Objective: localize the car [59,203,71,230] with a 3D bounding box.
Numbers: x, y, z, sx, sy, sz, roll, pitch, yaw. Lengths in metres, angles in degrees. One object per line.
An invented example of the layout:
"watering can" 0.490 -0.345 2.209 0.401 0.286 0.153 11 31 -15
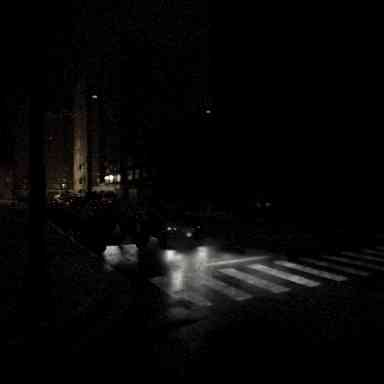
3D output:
"car" -6.195 1.572 19.200 1.887 1.381 4.507 1 0 -29

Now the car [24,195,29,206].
"car" -27.506 1.607 57.333 1.752 1.417 4.829 0 0 -29

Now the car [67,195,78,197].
"car" -17.830 1.594 52.006 1.994 1.385 4.181 0 0 -29

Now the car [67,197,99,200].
"car" -10.939 1.523 33.341 1.837 1.490 4.892 0 0 -29

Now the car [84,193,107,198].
"car" -13.219 1.236 43.883 2.150 2.045 5.566 0 0 -27

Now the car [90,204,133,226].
"car" -6.063 1.614 24.595 1.895 1.301 4.718 0 0 -29

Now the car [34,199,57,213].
"car" -16.893 1.590 38.341 2.008 1.369 4.403 1 0 -29

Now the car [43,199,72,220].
"car" -11.544 1.574 28.770 1.887 1.381 4.507 1 0 -29

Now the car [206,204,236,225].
"car" 1.167 1.511 23.499 1.752 1.417 4.829 1 0 -29

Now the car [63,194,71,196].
"car" -25.494 1.391 71.210 2.192 1.841 5.009 0 0 -29

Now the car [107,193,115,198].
"car" -13.055 1.227 49.826 2.150 2.045 5.566 0 0 -29

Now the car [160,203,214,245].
"car" -1.233 1.508 15.975 2.128 1.511 4.902 0 0 -27

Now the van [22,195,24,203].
"van" -30.263 1.440 62.269 1.690 1.788 3.998 0 0 -29

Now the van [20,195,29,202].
"van" -40.961 1.527 81.411 1.690 1.788 3.998 0 0 -29

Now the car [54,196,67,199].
"car" -14.217 1.474 33.556 1.967 1.590 4.097 1 0 -29

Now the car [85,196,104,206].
"car" -16.425 1.498 55.928 1.882 1.535 5.008 0 0 -29

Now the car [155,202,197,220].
"car" -1.425 1.567 28.136 1.802 1.307 4.206 1 0 -29

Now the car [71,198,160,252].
"car" -3.518 1.345 14.416 2.192 1.841 5.009 1 0 -29
